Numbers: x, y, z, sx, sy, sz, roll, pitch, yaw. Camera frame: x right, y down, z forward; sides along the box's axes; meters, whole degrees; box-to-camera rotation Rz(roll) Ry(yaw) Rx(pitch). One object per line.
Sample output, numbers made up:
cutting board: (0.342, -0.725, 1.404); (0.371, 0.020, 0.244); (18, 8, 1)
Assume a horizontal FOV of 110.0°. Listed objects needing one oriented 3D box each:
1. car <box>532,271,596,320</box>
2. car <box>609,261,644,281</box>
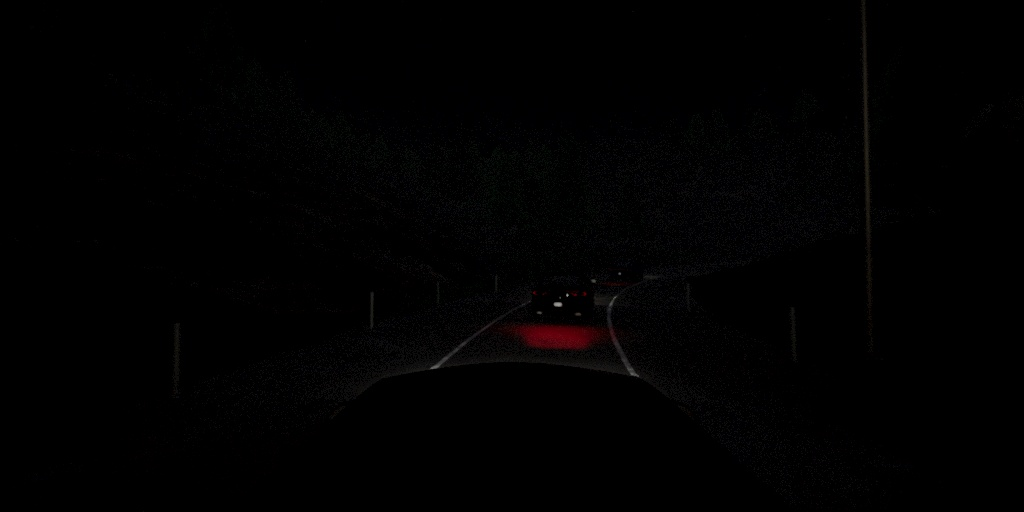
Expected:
car: (1.999, 1.287, 13.143); (1.882, 1.535, 5.008); (0, 0, 14)
car: (9.468, 1.169, 29.415); (1.882, 1.535, 5.008); (-1, 1, 31)
